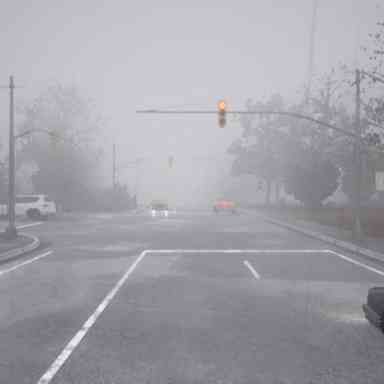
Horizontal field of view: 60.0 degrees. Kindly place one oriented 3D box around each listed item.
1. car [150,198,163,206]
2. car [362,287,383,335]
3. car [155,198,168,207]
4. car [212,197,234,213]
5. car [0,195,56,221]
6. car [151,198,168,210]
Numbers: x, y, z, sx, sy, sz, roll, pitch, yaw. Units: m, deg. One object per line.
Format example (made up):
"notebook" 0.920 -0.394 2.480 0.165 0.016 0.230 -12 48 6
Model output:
"car" -7.538 2.075 69.516 2.033 1.411 5.357 0 -1 -13
"car" 3.598 1.546 2.752 2.033 1.411 5.357 0 0 0
"car" -5.220 1.792 56.311 2.033 1.411 5.357 0 -1 -7
"car" 3.374 1.352 36.845 2.097 1.767 4.553 0 0 -1
"car" -14.055 1.264 26.999 5.566 2.045 2.150 -1 0 -3
"car" -4.138 1.534 43.881 1.882 1.535 5.008 0 -1 -3
